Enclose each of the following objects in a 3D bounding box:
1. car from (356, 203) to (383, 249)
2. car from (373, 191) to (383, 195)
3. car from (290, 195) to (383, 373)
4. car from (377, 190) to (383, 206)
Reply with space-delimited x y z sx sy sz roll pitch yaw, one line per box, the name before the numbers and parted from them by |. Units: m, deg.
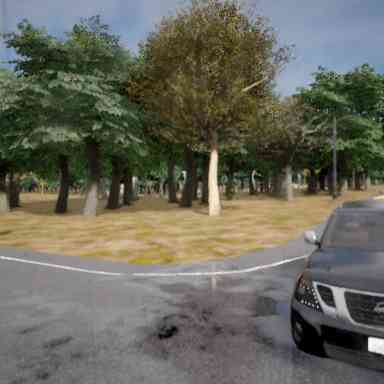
car | 7.965 1.267 13.601 1.895 1.301 4.718 0 2 30
car | 11.234 0.964 19.158 1.882 1.535 5.008 0 2 30
car | 3.370 1.211 5.804 2.150 2.045 5.566 0 1 30
car | 20.009 0.539 33.945 1.812 1.442 4.674 0 2 31
